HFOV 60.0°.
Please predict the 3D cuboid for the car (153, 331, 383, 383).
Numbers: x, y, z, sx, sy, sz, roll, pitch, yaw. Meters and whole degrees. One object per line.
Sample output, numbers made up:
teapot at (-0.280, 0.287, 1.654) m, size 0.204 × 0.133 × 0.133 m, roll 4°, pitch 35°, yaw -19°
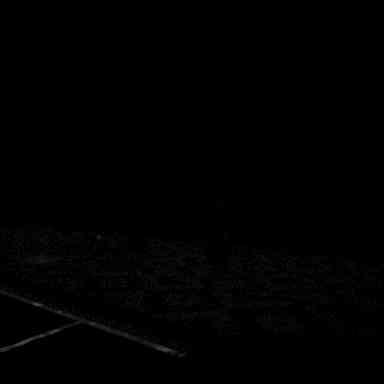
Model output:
car at (1.695, 1.543, 1.752) m, size 4.507 × 1.381 × 1.887 m, roll 0°, pitch 0°, yaw 35°
